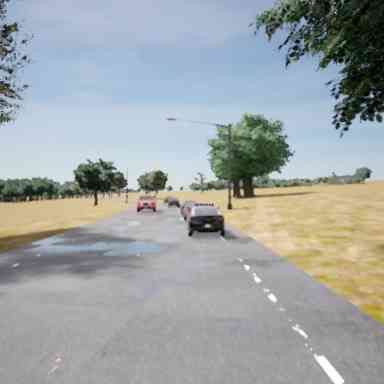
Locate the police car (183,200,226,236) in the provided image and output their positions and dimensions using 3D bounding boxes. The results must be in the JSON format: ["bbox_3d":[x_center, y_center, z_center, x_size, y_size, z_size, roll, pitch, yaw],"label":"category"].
[{"bbox_3d":[0.664,1.433,18.517,1.930,1.638,5.238,0,0,-2],"label":"police car"}]

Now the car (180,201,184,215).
[{"bbox_3d":[0.164,1.569,28.451,1.812,1.442,4.674,0,0,-3],"label":"car"}]

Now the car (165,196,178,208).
[{"bbox_3d":[-2.902,1.681,52.713,1.837,1.490,4.892,0,0,-6],"label":"car"}]

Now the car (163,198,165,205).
[{"bbox_3d":[-4.891,1.598,68.703,2.097,1.767,4.553,0,-1,-9],"label":"car"}]

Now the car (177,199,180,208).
[{"bbox_3d":[-0.238,1.570,34.473,1.837,1.490,4.892,0,0,-4],"label":"car"}]

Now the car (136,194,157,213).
[{"bbox_3d":[-5.287,1.303,39.200,2.150,2.045,5.566,0,0,-5],"label":"car"}]
